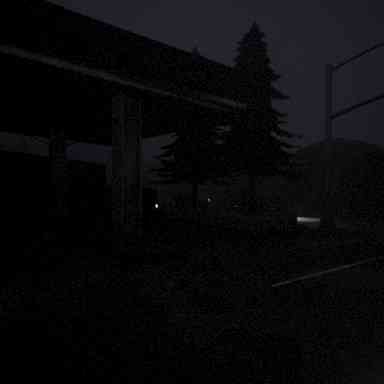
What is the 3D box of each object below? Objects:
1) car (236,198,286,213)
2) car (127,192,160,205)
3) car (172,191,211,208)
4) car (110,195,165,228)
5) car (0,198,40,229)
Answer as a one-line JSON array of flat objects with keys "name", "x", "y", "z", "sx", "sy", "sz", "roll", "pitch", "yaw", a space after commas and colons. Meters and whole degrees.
[{"name": "car", "x": 5.359, "y": 1.172, "z": 25.961, "sx": 1.994, "sy": 1.385, "sz": 4.181, "roll": -1, "pitch": 2, "yaw": -35}, {"name": "car", "x": -6.233, "y": 0.729, "z": 42.242, "sx": 2.033, "sy": 1.411, "sz": 5.357, "roll": -1, "pitch": 2, "yaw": -35}, {"name": "car", "x": -0.074, "y": 0.760, "z": 33.585, "sx": 2.097, "sy": 1.767, "sz": 4.553, "roll": -1, "pitch": 2, "yaw": -36}, {"name": "car", "x": -3.254, "y": 1.030, "z": 19.213, "sx": 1.905, "sy": 1.878, "sz": 3.866, "roll": -1, "pitch": 2, "yaw": -36}, {"name": "car", "x": -10.385, "y": 1.157, "z": 19.388, "sx": 2.242, "sy": 1.667, "sz": 4.611, "roll": -1, "pitch": 2, "yaw": -36}]
